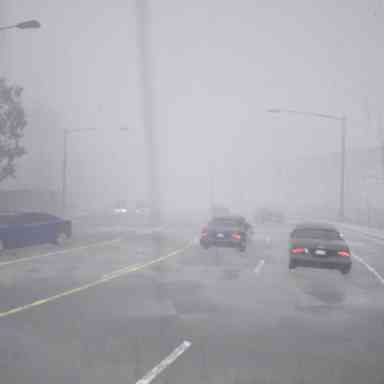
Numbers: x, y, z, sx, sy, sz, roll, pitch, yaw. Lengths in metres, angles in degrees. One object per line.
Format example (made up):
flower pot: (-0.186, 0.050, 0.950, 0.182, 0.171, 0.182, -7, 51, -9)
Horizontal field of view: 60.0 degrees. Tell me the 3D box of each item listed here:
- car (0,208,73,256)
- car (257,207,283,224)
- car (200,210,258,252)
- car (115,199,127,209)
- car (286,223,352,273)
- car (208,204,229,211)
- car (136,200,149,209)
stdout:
car: (-6.678, 1.401, 12.578, 1.882, 1.535, 5.008, 2, -1, 19)
car: (6.945, 2.094, 30.262, 1.812, 1.442, 4.674, 2, -1, 0)
car: (1.716, 1.778, 15.282, 2.033, 1.411, 5.357, 2, -1, 14)
car: (-11.764, 1.970, 54.805, 2.128, 1.511, 4.902, 1, -1, -14)
car: (4.387, 1.822, 11.880, 2.033, 1.411, 5.357, 2, -1, 17)
car: (2.992, 2.089, 37.480, 1.812, 1.442, 4.674, 2, -1, -7)
car: (-8.234, 2.033, 55.106, 1.882, 1.535, 5.008, 1, -1, -14)
